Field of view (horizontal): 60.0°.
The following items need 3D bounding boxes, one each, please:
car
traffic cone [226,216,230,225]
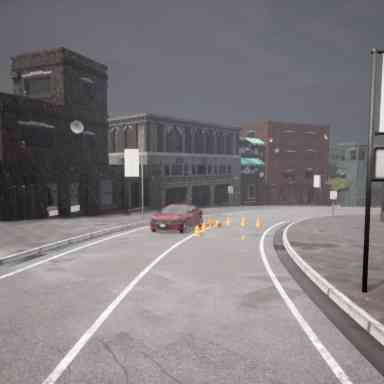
[{"bbox_3d":[-0.757,1.423,19.162,1.882,1.535,5.008,1,0,17],"label":"car"},{"bbox_3d":[2.485,1.956,22.674,0.340,0.580,0.340,2,0,12],"label":"traffic cone"}]
